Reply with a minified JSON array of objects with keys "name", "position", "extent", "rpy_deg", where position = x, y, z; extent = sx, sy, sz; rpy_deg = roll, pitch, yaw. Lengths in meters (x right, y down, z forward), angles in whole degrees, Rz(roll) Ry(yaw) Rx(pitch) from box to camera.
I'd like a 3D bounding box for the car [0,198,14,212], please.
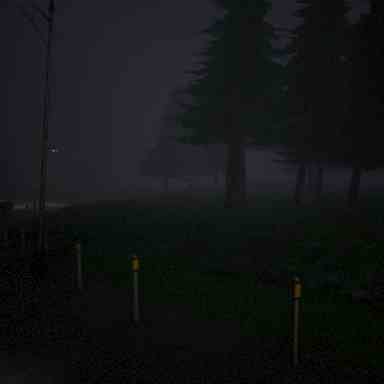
[{"name":"car","position":[-21.067,1.325,36.052],"extent":[2.128,1.511,4.902],"rpy_deg":[4,1,-6]}]
